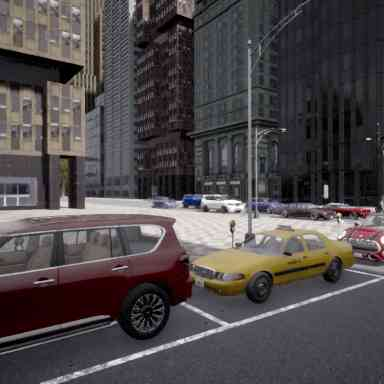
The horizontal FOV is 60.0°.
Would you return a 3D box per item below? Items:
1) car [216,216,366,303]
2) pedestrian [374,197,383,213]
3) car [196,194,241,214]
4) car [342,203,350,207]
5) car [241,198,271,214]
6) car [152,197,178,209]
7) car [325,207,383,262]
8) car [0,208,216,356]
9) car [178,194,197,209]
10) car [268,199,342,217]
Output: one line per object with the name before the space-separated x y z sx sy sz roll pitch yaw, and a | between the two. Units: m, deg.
car | 2.105 1.525 8.174 4.829 1.417 1.752 0 0 -36
pedestrian | 9.637 1.142 17.002 0.375 1.860 0.375 0 0 -36
car | 3.264 1.321 37.308 2.150 2.045 5.566 0 0 -35
car | 13.106 1.648 29.154 1.895 1.301 4.718 0 0 -36
car | 7.971 1.425 36.328 2.097 1.767 4.553 0 0 -36
car | -3.814 1.486 47.214 2.097 1.767 4.553 0 0 -35
car | 6.795 1.439 11.540 4.097 1.590 1.967 0 0 -36
car | -2.309 1.315 5.008 5.009 1.841 2.192 0 0 -36
car | 0.809 1.333 46.322 2.150 2.045 5.566 0 0 -36
car | 9.538 1.613 28.553 2.033 1.411 5.357 0 0 -36
